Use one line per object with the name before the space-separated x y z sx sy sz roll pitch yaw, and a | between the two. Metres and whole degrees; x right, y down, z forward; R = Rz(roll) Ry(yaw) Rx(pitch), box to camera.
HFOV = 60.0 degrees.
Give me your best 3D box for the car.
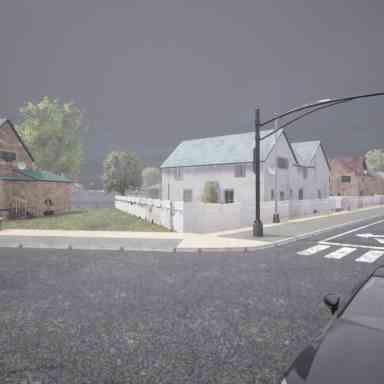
car | 2.565 1.524 3.471 1.812 1.442 4.674 0 0 42
